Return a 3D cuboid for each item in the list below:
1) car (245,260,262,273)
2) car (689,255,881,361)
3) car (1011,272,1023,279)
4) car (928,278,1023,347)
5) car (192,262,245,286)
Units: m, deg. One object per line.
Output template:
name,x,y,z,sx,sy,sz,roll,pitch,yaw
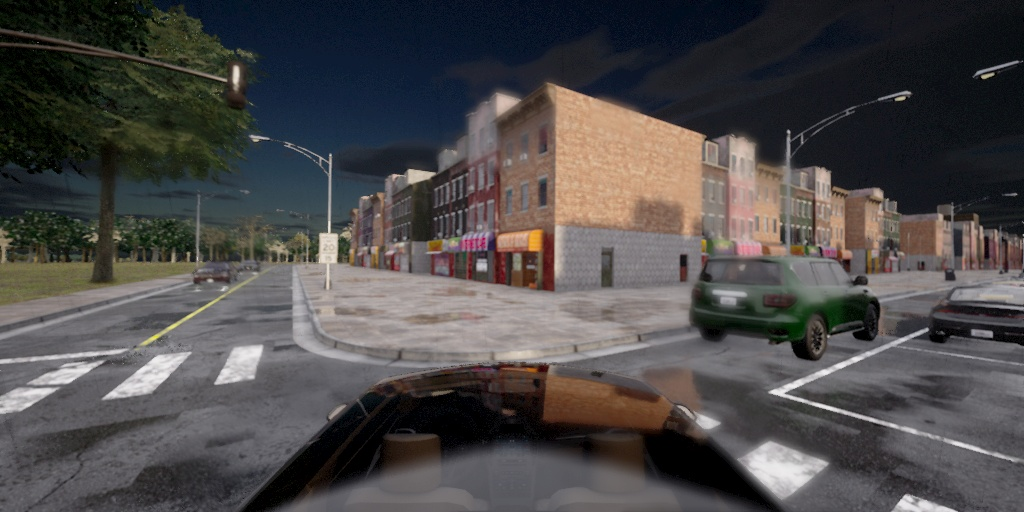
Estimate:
car,-29.784,1.191,40.816,1.994,1.385,4.181,1,-1,-31
car,6.587,1.012,8.558,5.566,2.045,2.150,1,-1,-32
car,16.354,1.382,11.508,4.829,1.417,1.751,0,0,-32
car,11.389,1.357,8.425,4.403,1.370,2.007,0,0,-32
car,-19.563,1.137,23.918,2.033,1.411,5.357,1,-1,-31
